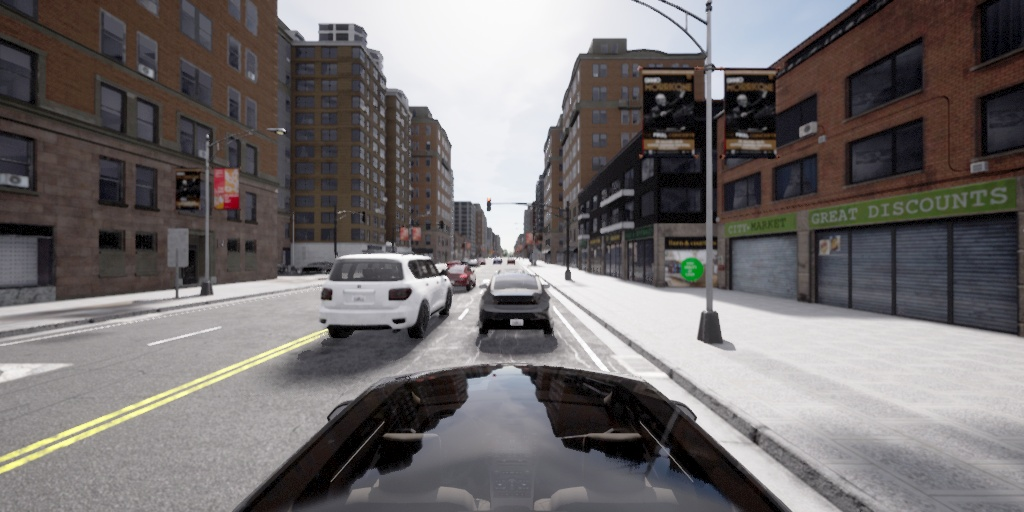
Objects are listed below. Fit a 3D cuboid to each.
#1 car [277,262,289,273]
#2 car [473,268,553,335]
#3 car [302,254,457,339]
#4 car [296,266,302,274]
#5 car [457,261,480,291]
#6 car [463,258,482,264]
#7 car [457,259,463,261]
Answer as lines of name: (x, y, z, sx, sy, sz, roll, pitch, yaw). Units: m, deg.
car: (-27.897, 1.287, 40.828, 4.403, 1.370, 2.007, 0, 0, 0)
car: (0.084, 1.245, 10.474, 1.837, 1.490, 4.892, 0, 0, 0)
car: (-3.172, 0.964, 10.162, 2.150, 2.045, 5.566, 0, 0, 0)
car: (-22.235, 1.302, 40.815, 4.313, 1.339, 1.948, 0, 0, 0)
car: (-3.252, 1.256, 21.685, 1.812, 1.442, 4.674, 0, 0, 0)
car: (-6.694, 1.272, 61.300, 1.994, 1.385, 4.181, 0, 0, 0)
car: (-9.944, 1.308, 60.773, 1.895, 1.301, 4.718, 0, 0, 0)
